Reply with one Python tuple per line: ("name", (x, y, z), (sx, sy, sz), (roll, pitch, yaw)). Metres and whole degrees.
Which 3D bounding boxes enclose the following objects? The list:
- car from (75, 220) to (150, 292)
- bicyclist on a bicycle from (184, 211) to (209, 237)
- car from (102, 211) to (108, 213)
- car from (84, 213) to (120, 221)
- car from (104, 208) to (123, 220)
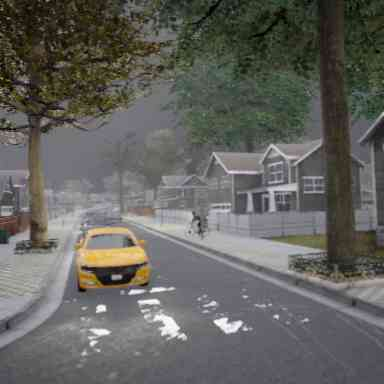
("car", (-2.610, 1.914, 10.612), (1.882, 1.535, 5.008), (-1, -2, -18))
("bicyclist on a bicycle", (0.301, 2.017, 20.781), (1.656, 1.620, 0.582), (-1, -2, -18))
("car", (-9.528, 2.870, 32.386), (1.994, 1.385, 4.181), (-1, -2, -18))
("car", (-6.255, 2.395, 22.065), (2.128, 1.511, 4.902), (-1, -2, -18))
("car", (-10.547, 3.275, 45.283), (2.033, 1.411, 5.357), (-1, -2, -17))
